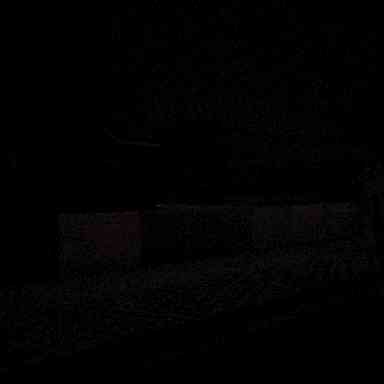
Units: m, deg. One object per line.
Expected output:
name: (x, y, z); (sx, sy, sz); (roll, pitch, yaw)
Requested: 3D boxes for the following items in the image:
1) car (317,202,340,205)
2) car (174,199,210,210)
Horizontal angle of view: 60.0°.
car: (12.194, 1.618, 27.919); (4.902, 1.511, 2.128); (0, 3, 37)
car: (0.070, 1.601, 37.944); (4.902, 1.511, 2.128); (0, 3, 43)
